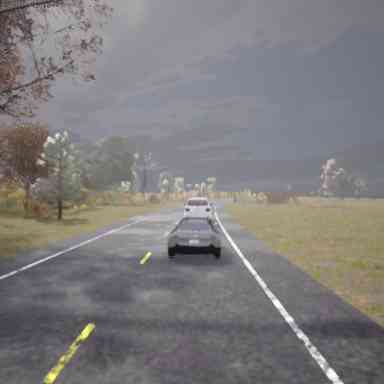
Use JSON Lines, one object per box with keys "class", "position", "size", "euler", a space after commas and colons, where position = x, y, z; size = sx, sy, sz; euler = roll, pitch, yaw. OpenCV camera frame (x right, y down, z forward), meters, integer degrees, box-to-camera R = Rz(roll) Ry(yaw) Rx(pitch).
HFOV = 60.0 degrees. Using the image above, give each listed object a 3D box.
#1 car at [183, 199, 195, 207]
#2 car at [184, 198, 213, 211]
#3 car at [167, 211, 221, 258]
{"class": "car", "position": [-0.471, 2.152, 65.932], "size": [1.837, 1.490, 4.892], "euler": [0, 0, 6]}
{"class": "car", "position": [0.527, 1.508, 27.476], "size": [2.150, 2.045, 5.566], "euler": [0, 0, 2]}
{"class": "car", "position": [0.138, 1.707, 13.503], "size": [1.994, 1.385, 4.181], "euler": [0, -1, 2]}
